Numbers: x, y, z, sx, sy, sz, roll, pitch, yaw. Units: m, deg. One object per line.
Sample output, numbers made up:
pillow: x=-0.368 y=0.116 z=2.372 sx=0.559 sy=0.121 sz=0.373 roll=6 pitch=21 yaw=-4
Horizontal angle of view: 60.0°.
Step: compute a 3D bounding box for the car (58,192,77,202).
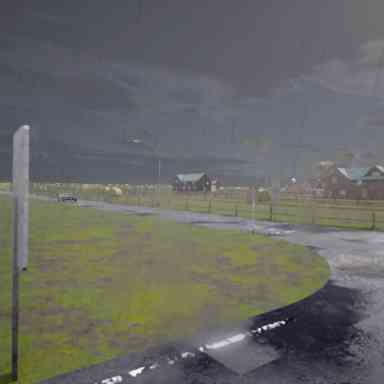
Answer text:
car: x=-18.720 y=0.745 z=49.866 sx=1.994 sy=1.385 sz=4.181 roll=1 pitch=0 yaw=-36
